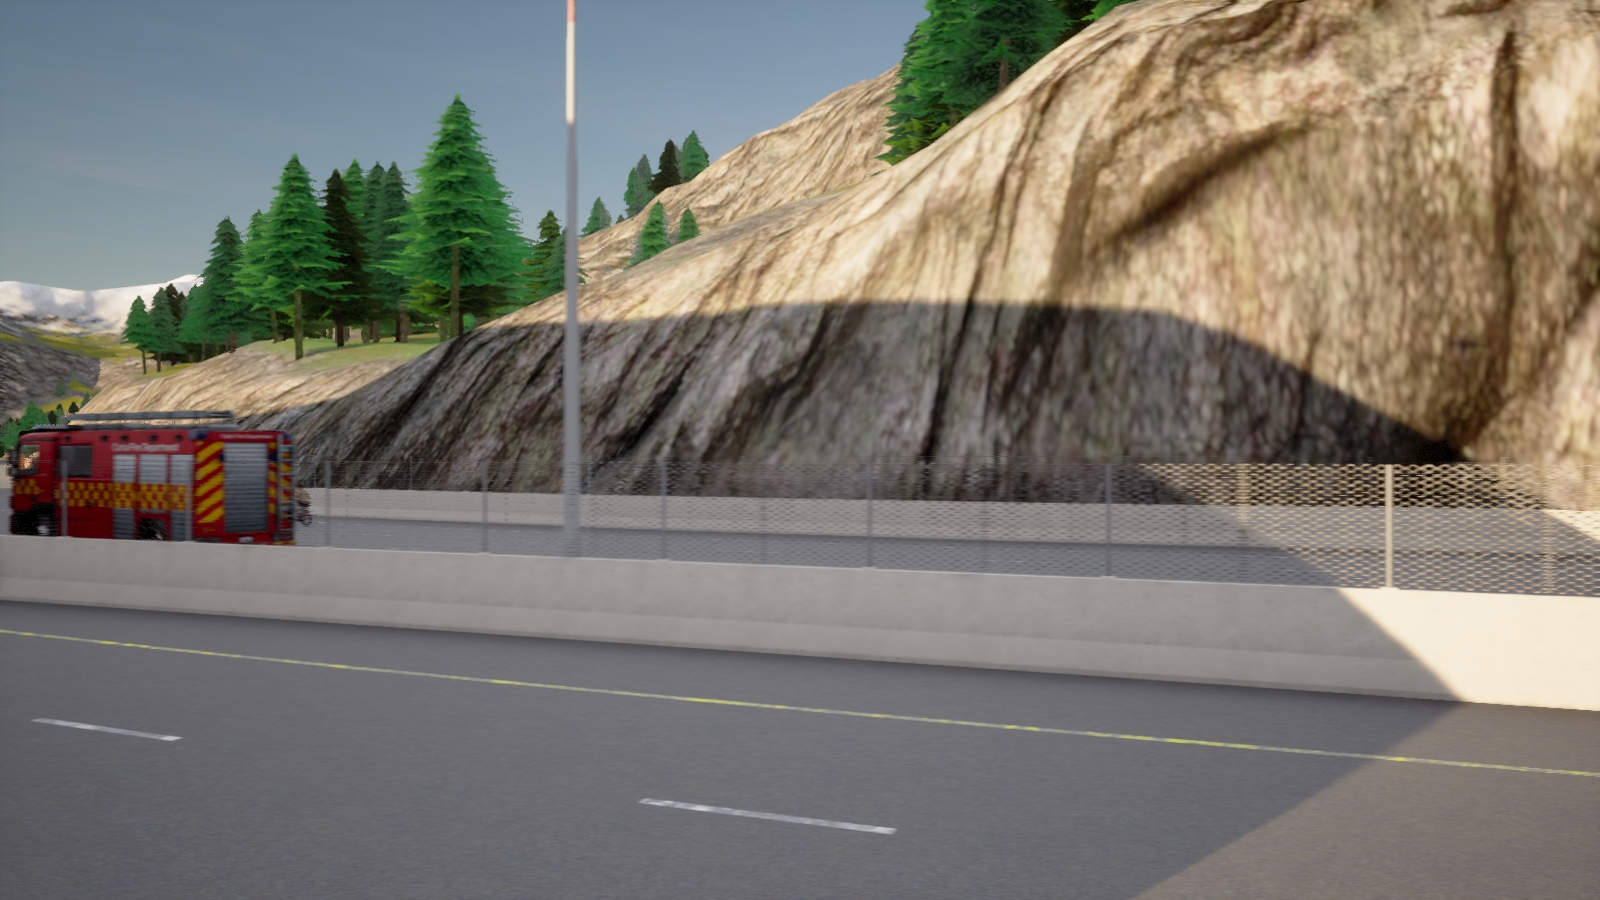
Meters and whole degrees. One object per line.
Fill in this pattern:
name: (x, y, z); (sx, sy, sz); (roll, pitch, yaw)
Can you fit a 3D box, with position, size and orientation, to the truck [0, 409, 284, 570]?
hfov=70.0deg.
truck: (-17.798, 0.945, 30.442); (8.468, 3.827, 2.891); (0, 0, 29)
